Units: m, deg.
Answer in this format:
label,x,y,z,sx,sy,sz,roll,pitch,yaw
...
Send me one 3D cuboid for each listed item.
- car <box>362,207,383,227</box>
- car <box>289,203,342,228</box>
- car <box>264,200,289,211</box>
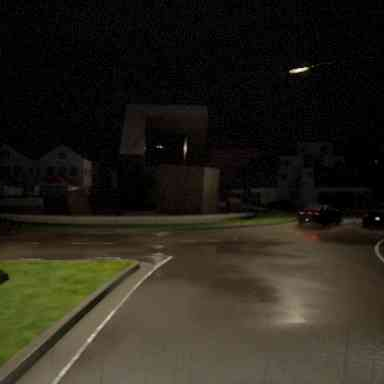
label,x,y,z,sx,sy,sz,roll,pitch,yaw
car,13.264,1.692,22.811,1.994,1.385,4.181,0,0,43
car,9.068,1.611,23.494,2.128,1.511,4.902,0,0,40
car,11.822,1.777,45.599,1.994,1.385,4.181,0,0,-26
